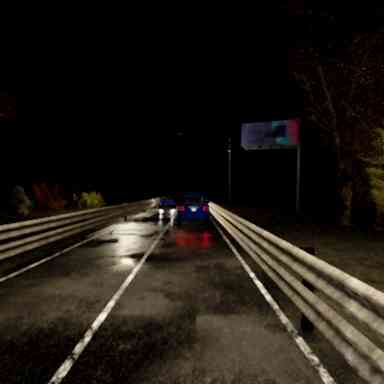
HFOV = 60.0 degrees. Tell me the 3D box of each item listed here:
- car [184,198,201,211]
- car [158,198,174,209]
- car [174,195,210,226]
[{"bbox_3d":[0.100,1.560,41.834,2.033,1.411,5.357,0,0,0],"label":"car"},{"bbox_3d":[-3.286,1.539,44.786,1.812,1.442,4.674,0,0,0],"label":"car"},{"bbox_3d":[0.103,1.229,23.802,2.150,2.045,5.566,0,0,0],"label":"car"}]
